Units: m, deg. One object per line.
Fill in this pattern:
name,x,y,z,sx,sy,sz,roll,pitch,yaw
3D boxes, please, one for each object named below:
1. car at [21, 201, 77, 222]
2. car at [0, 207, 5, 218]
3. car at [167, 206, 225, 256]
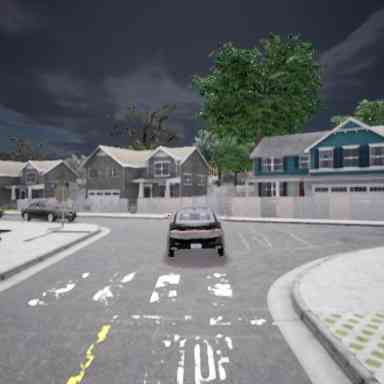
car,-10.482,1.408,24.352,4.892,1.490,1.837,-1,-1,32
car,-18.547,1.582,29.290,4.902,1.511,2.128,-1,-1,31
car,0.118,1.281,12.323,2.128,1.511,4.902,-2,3,0
